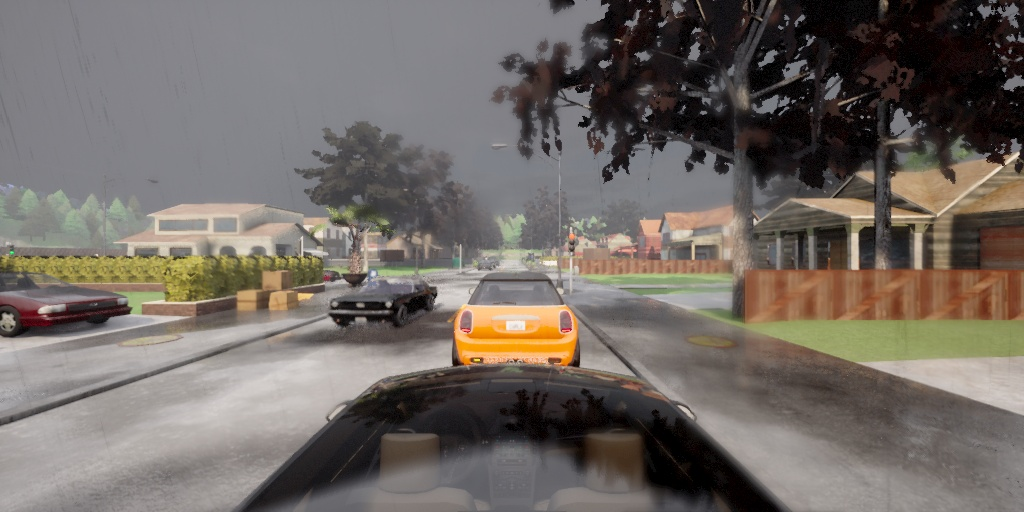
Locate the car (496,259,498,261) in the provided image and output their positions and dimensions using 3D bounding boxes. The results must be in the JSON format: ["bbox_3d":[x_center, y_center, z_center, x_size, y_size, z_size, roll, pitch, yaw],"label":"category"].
[{"bbox_3d":[-3.600,1.259,59.260,2.128,1.511,4.902,0,0,1],"label":"car"}]

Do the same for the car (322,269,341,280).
[{"bbox_3d":[-14.932,1.321,26.408,4.181,1.385,1.994,0,0,0],"label":"car"}]

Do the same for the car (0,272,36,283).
[{"bbox_3d":[-44.655,1.323,30.886,4.181,1.385,1.994,0,0,1],"label":"car"}]

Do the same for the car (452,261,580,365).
[{"bbox_3d":[0.096,1.104,7.713,2.097,1.767,4.553,0,0,1],"label":"car"}]

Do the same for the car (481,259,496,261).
[{"bbox_3d":[-3.692,1.270,49.921,1.837,1.490,4.892,0,0,1],"label":"car"}]

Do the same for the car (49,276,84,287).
[{"bbox_3d":[-30.596,1.283,26.560,4.674,1.442,1.812,0,0,0],"label":"car"}]

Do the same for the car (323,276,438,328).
[{"bbox_3d":[-3.853,1.354,11.556,1.895,1.301,4.718,0,0,3],"label":"car"}]
